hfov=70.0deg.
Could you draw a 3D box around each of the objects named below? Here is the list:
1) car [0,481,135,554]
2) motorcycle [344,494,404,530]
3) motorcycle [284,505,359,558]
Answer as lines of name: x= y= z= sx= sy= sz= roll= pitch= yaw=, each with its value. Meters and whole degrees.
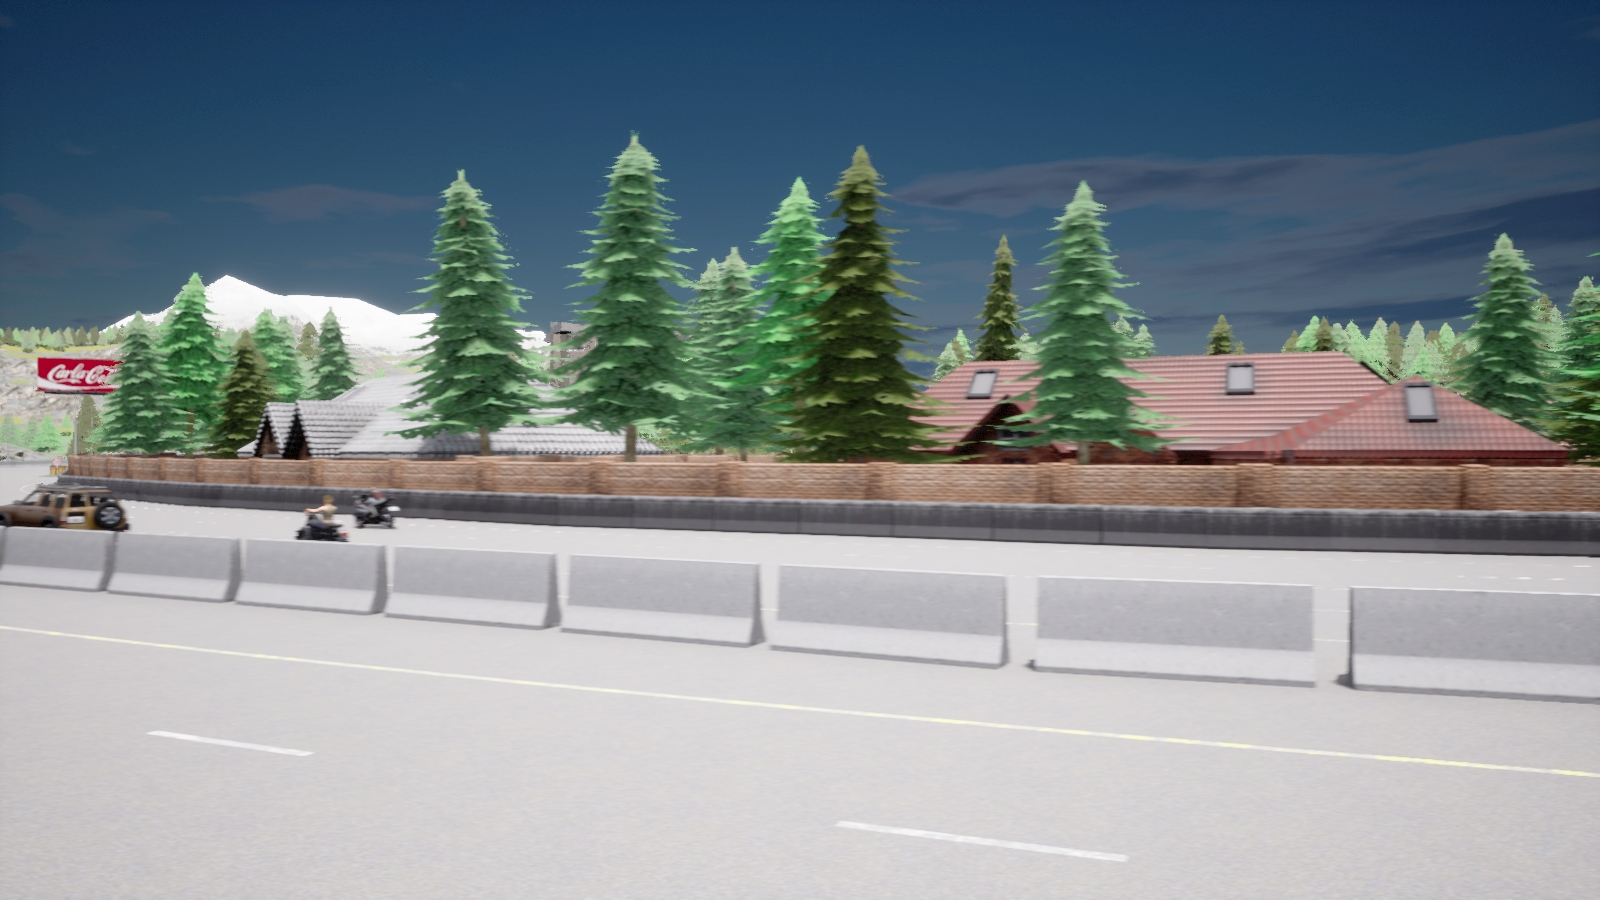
car: x=-21.602 y=1.896 z=33.294 sx=4.605 sy=1.855 sz=1.932 roll=0 pitch=0 yaw=32
motorcycle: x=-15.543 y=2.249 z=41.676 sx=2.209 sy=1.251 sz=0.867 roll=0 pitch=-1 yaw=32
motorcycle: x=-12.980 y=2.178 z=30.954 sx=2.356 sy=1.325 sz=0.764 roll=0 pitch=-1 yaw=36
